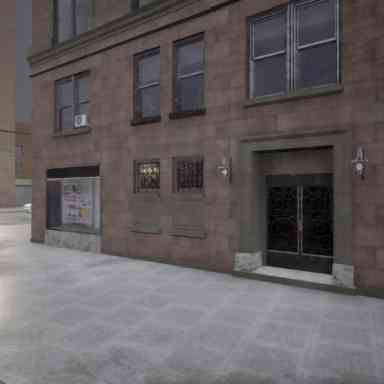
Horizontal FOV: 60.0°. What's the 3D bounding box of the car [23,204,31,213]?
[{"bbox_3d":[-15.660,1.438,35.778,1.812,1.442,4.674,0,0,35],"label":"car"}]
